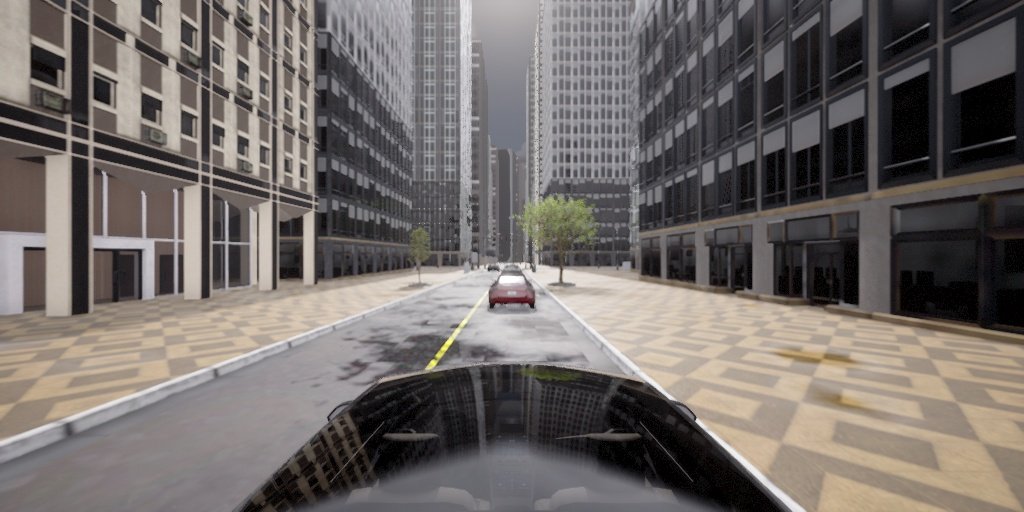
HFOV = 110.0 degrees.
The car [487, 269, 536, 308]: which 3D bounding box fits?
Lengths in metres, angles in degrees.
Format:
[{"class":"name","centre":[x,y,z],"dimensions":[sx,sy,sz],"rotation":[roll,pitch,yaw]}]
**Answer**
[{"class":"car","centre":[0.002,1.451,16.128],"dimensions":[1.994,1.385,4.181],"rotation":[0,-1,0]}]

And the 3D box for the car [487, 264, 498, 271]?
[{"class":"car","centre":[-3.005,1.922,58.478],"dimensions":[1.895,1.301,4.718],"rotation":[0,-1,0]}]

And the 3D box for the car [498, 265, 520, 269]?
[{"class":"car","centre":[0.001,1.544,31.137],"dimensions":[1.837,1.490,4.892],"rotation":[0,0,0]}]
